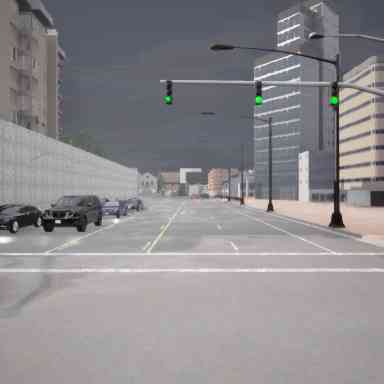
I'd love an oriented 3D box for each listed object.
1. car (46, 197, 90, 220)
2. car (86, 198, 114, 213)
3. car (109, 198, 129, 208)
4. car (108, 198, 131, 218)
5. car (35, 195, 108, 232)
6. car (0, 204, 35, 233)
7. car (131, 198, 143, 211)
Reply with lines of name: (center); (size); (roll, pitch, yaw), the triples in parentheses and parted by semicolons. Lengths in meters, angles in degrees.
car: (-10.615, 1.352, 28.835); (2.097, 1.767, 4.553); (0, 0, 0)
car: (-10.614, 1.504, 38.652); (1.837, 1.490, 4.892); (0, 0, 0)
car: (-10.581, 1.600, 48.713); (1.895, 1.301, 4.718); (0, 0, 0)
car: (-7.114, 1.525, 30.039); (1.812, 1.442, 4.674); (0, 0, 0)
car: (-7.107, 1.221, 20.399); (2.150, 2.045, 5.566); (0, 0, 0)
car: (-10.610, 1.504, 19.767); (1.837, 1.490, 4.892); (0, 0, 0)
car: (-7.111, 1.491, 40.382); (2.128, 1.511, 4.902); (0, 0, 0)
